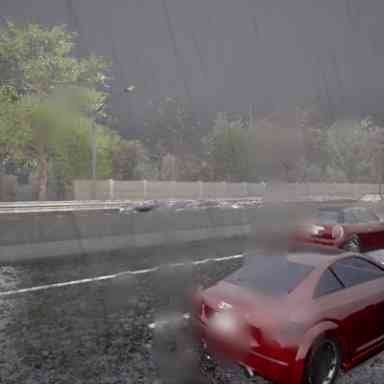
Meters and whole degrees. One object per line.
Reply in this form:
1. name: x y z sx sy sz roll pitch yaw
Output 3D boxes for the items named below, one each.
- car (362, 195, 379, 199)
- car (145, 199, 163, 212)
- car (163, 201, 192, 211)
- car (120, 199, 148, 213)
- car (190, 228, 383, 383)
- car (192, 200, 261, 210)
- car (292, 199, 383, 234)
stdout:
1. car: 29.534 1.295 55.033 4.674 1.442 1.812 0 0 -35
2. car: -1.490 1.490 28.712 4.181 1.385 1.994 0 0 -35
3. car: 0.500 1.432 25.834 4.892 1.490 1.837 0 0 -35
4. car: -4.229 1.424 30.500 4.902 1.511 2.128 0 0 -38
5. car: 2.036 1.541 5.200 4.181 1.385 1.994 0 0 -35
6. car: 2.785 1.417 23.162 4.902 1.511 2.128 0 0 -35
7. car: 5.729 1.296 12.125 4.553 1.767 2.097 0 0 -35
